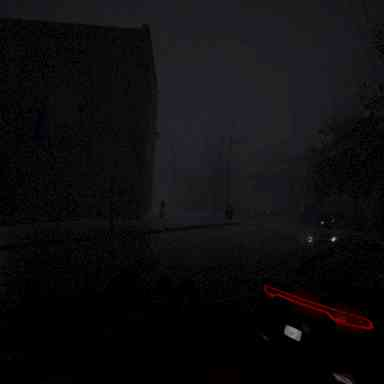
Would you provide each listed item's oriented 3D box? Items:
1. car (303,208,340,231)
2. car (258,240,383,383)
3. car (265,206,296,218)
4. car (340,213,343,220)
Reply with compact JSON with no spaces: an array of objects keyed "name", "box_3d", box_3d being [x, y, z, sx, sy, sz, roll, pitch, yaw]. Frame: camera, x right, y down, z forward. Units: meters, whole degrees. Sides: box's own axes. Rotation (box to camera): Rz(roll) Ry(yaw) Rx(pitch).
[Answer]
[{"name":"car","box_3d":[9.287,1.938,24.502,1.837,1.490,4.892,4,-2,15]},{"name":"car","box_3d":[3.317,1.497,5.129,5.008,1.535,1.882,0,0,-30]},{"name":"car","box_3d":[13.813,3.004,52.205,4.553,1.767,2.097,3,-2,1]},{"name":"car","box_3d":[19.463,3.282,47.811,4.902,1.511,2.128,4,-3,-28]}]
